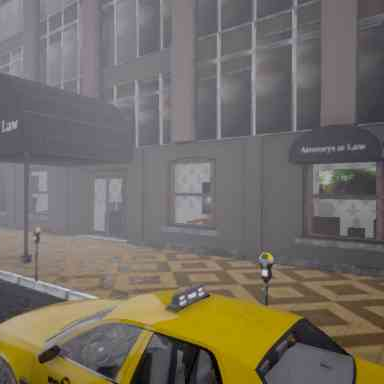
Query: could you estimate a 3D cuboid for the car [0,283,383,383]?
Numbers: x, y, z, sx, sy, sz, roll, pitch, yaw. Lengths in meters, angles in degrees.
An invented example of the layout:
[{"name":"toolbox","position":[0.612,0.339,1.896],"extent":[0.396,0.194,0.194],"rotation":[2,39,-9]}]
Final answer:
[{"name":"car","position":[-0.239,1.525,3.041],"extent":[4.829,1.417,1.752],"rotation":[0,0,36]}]
